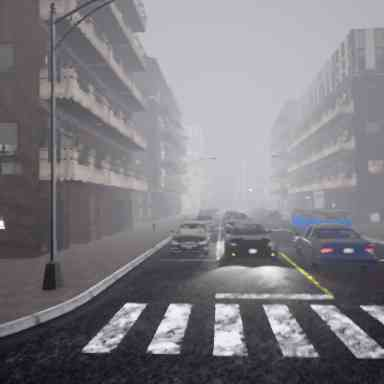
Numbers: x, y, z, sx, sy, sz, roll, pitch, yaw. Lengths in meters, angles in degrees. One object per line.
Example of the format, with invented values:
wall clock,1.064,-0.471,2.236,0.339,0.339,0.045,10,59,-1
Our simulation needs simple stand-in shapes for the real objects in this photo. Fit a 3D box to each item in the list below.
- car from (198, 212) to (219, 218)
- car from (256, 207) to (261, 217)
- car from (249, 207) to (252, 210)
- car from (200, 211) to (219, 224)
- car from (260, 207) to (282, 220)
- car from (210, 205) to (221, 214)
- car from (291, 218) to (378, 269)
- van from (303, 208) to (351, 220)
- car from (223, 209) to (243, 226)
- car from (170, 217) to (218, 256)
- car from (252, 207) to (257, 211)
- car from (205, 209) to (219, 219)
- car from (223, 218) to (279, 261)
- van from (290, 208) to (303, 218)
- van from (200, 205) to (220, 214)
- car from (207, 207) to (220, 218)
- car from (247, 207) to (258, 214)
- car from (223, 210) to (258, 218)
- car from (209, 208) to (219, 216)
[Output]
car,1.057,2.516,26.826,1.802,1.307,4.206,-1,-2,5
car,10.897,3.139,48.404,1.802,1.307,4.206,-1,-2,5
car,11.890,3.378,59.547,1.967,1.590,4.097,-1,-2,5
car,2.052,2.868,37.964,2.008,1.369,4.403,-1,-2,5
car,10.398,2.911,42.837,1.887,1.381,4.507,-1,-2,5
car,5.034,3.776,71.386,2.192,1.841,5.009,-1,-2,5
car,5.103,1.911,12.554,2.033,1.411,5.357,-1,-2,8
van,8.404,1.941,20.569,1.690,1.788,3.998,-1,-2,5
car,4.252,2.648,34.773,1.882,1.535,5.008,-1,-2,5
car,0.062,2.101,15.689,2.008,1.369,4.403,-1,-2,5
car,11.392,3.188,53.978,1.967,1.590,4.097,-1,-2,5
car,3.048,3.266,49.101,1.947,1.339,4.313,-1,-2,5
car,2.392,2.021,14.069,1.994,1.385,4.181,-1,-2,5
van,8.902,2.133,26.138,1.690,1.788,3.998,-1,-2,5
van,1.551,2.467,32.403,1.690,1.788,3.998,-1,-2,5
car,3.544,3.331,54.674,1.967,1.590,4.097,-1,-2,5
car,12.886,3.863,70.681,1.887,1.381,4.507,-1,-2,5
car,3.315,2.305,24.403,2.128,1.511,4.902,-1,-2,5
car,4.044,3.663,60.238,1.802,1.307,4.206,-1,-2,5
